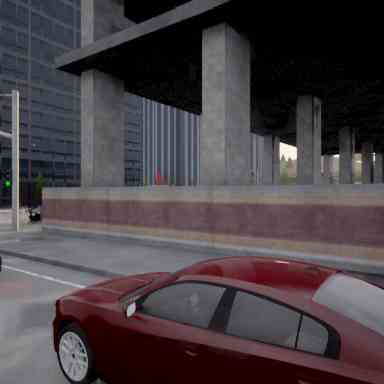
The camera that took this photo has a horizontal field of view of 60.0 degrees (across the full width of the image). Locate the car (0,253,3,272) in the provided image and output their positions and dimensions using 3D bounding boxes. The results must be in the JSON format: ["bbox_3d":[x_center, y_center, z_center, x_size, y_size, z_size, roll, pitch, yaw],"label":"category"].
[{"bbox_3d":[-6.876,1.564,8.844,4.181,1.385,1.994,0,0,36],"label":"car"}]

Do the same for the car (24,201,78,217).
[{"bbox_3d":[-14.070,1.656,33.511,1.895,1.301,4.718,0,0,36],"label":"car"}]

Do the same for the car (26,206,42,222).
[{"bbox_3d":[-10.512,1.619,26.113,1.994,1.385,4.181,0,0,36],"label":"car"}]

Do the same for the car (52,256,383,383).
[{"bbox_3d":[0.470,1.478,3.655,5.008,1.535,1.882,0,0,35],"label":"car"}]
